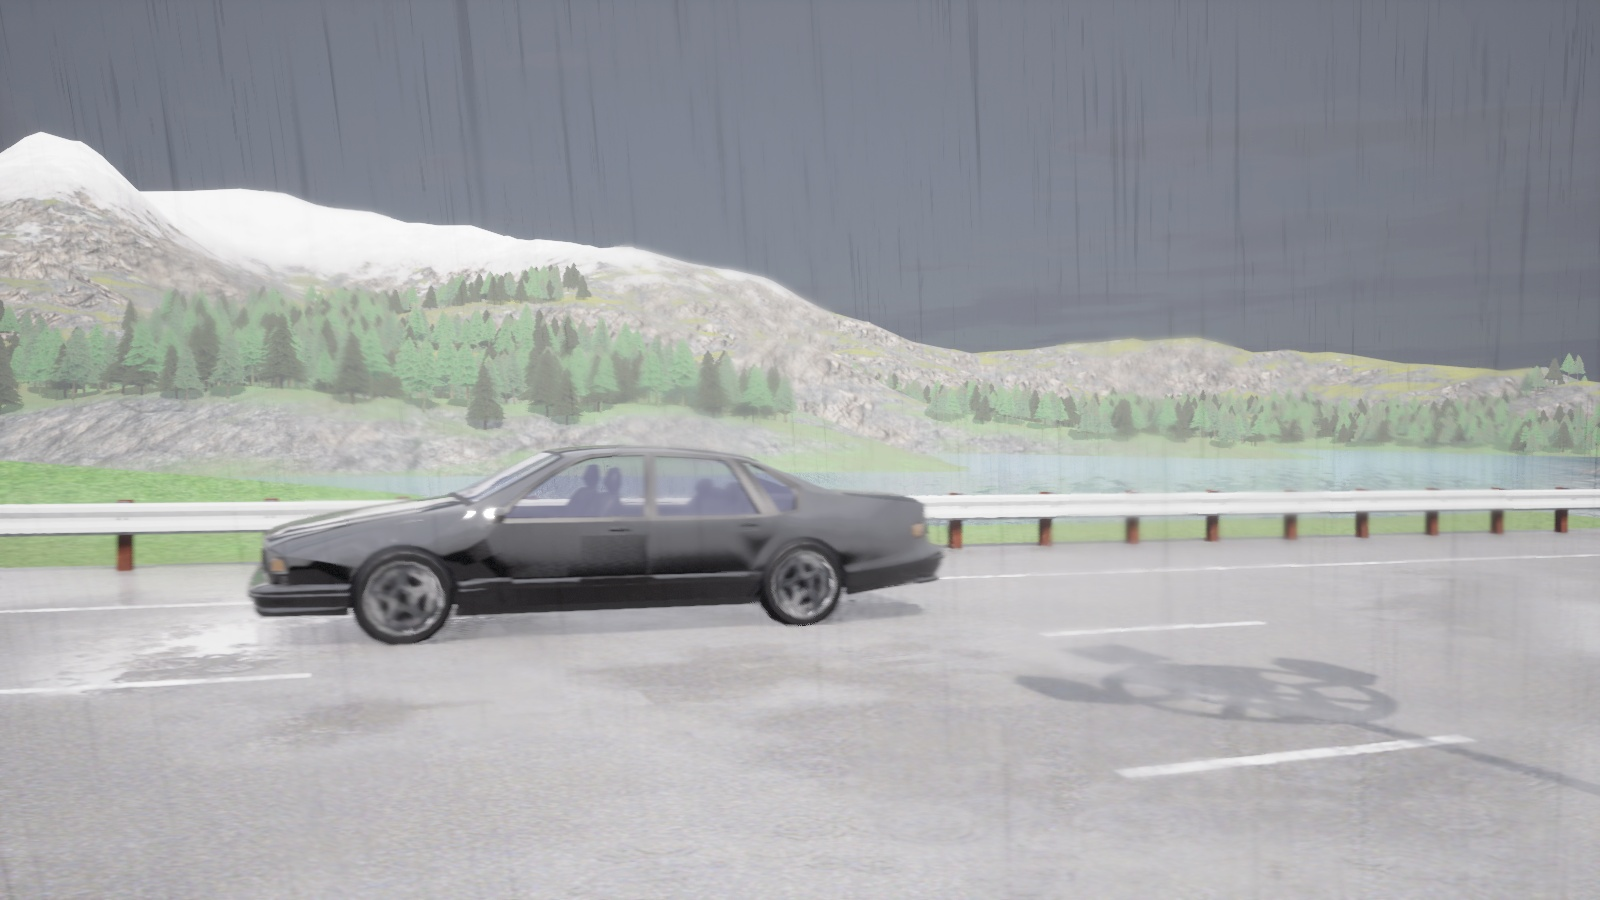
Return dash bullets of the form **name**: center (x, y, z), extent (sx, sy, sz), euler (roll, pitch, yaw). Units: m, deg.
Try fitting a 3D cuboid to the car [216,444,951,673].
- **car**: center (-1.657, 0.699, 10.097), extent (5.357, 1.411, 2.033), euler (-1, 1, -21)
